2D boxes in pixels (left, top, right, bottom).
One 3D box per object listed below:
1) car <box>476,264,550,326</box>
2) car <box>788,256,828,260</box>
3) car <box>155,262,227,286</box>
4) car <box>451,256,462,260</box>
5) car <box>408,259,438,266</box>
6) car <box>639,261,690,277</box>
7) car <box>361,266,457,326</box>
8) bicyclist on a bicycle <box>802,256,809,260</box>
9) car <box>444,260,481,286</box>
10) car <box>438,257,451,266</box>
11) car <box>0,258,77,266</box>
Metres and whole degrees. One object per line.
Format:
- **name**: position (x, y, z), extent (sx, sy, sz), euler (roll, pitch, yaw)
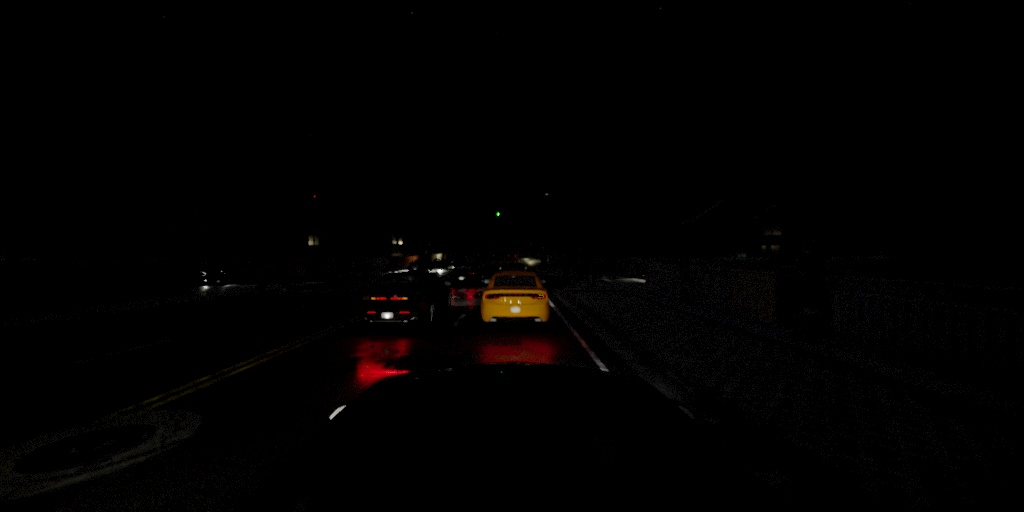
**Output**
- **car**: position (0.096, 1.209, 11.669), extent (1.882, 1.535, 5.008), euler (0, 0, 0)
- **car**: position (22.825, 0.822, 28.429), extent (4.553, 1.767, 2.097), euler (0, 0, -2)
- **car**: position (-22.561, 1.192, 24.893), extent (4.553, 1.767, 2.097), euler (0, 0, 2)
- **car**: position (-9.811, 0.826, 57.652), extent (1.882, 1.535, 5.008), euler (0, 1, 0)
- **car**: position (-9.846, 1.048, 38.862), extent (2.128, 1.511, 4.902), euler (0, 0, 0)
- **car**: position (12.849, 1.097, 28.185), extent (5.357, 1.411, 2.033), euler (0, 0, -6)
- **car**: position (-3.157, 1.237, 11.509), extent (1.837, 1.490, 4.892), euler (0, 0, 0)
- **bicyclist on a bicycle**: position (18.451, 0.851, 22.450), extent (0.582, 1.620, 1.656), euler (0, 0, -2)
- **car**: position (-3.171, 1.219, 24.800), extent (1.812, 1.442, 4.674), euler (-1, 0, 0)
- **car**: position (-9.847, 1.047, 48.046), extent (1.994, 1.385, 4.181), euler (0, 1, 0)
- **car**: position (-33.115, 1.132, 25.432), extent (5.566, 2.045, 2.150), euler (0, 0, 4)
